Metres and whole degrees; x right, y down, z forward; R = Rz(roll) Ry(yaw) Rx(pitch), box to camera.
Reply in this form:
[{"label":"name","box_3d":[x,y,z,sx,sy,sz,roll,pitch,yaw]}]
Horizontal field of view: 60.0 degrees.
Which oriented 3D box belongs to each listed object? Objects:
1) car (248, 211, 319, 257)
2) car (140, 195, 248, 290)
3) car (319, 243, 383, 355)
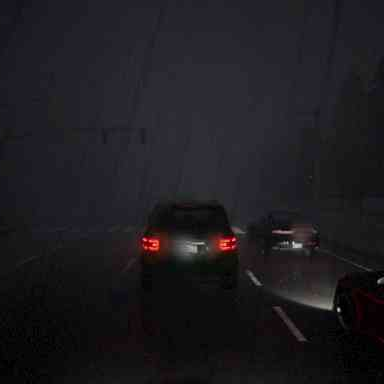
[{"label":"car","box_3d":[3.333,1.491,12.972,2.128,1.511,4.902,0,0,0]},{"label":"car","box_3d":[-0.100,1.221,9.215,2.150,2.045,5.566,0,0,-1]},{"label":"car","box_3d":[3.424,1.564,4.064,1.994,1.385,4.181,0,0,-1]}]
